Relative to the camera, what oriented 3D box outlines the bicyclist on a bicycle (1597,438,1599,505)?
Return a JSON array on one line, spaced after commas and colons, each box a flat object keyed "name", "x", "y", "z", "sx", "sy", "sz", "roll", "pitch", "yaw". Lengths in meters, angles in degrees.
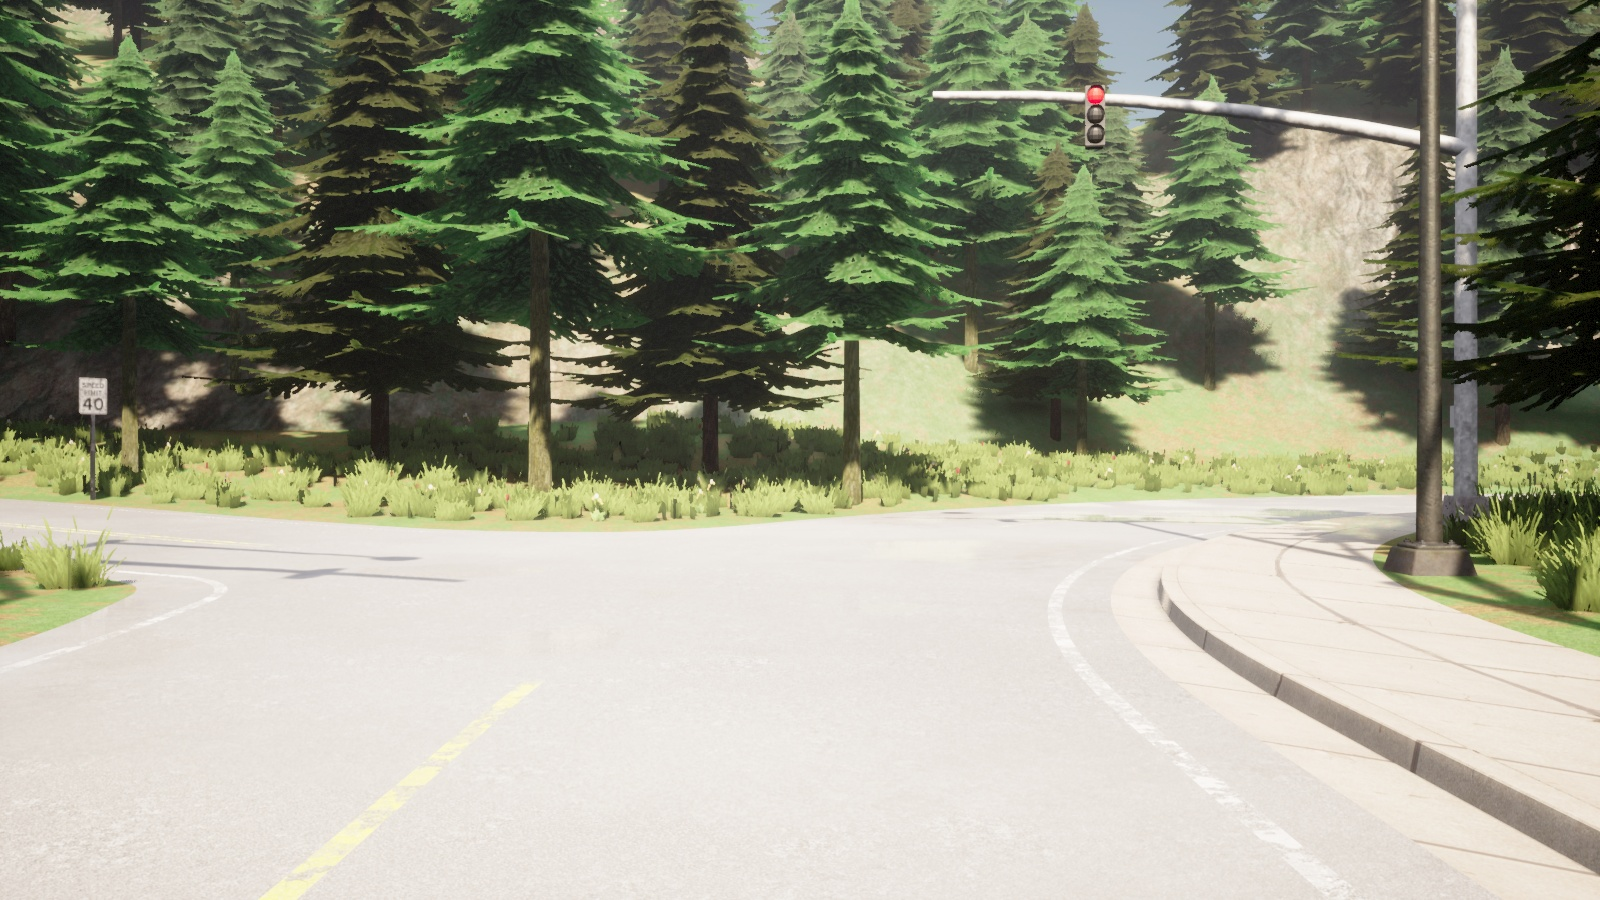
[{"name": "bicyclist on a bicycle", "x": 20.260, "y": 0.528, "z": 30.305, "sx": 1.509, "sy": 1.612, "sz": 0.866, "roll": 0, "pitch": 1, "yaw": -10}]
